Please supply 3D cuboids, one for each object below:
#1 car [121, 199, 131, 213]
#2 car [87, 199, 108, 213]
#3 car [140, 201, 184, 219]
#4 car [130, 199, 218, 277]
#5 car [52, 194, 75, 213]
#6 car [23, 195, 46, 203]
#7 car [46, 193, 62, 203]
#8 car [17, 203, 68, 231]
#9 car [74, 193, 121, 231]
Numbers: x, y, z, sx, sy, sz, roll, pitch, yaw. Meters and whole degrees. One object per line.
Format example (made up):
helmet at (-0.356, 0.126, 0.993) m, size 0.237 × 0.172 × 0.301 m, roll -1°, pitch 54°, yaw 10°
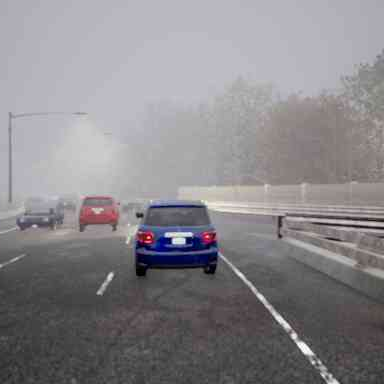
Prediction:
car at (-7.097, 1.549, 38.156) m, size 1.837 × 1.490 × 4.892 m, roll 0°, pitch 0°, yaw -20°
car at (-11.074, 1.610, 38.817) m, size 1.994 × 1.385 × 4.181 m, roll 0°, pitch 0°, yaw -21°
car at (-2.916, 1.582, 30.777) m, size 2.033 × 1.411 × 5.357 m, roll 0°, pitch 0°, yaw -30°
car at (-0.600, 1.237, 10.534) m, size 2.150 × 2.045 × 5.566 m, roll 0°, pitch 0°, yaw -6°
car at (-14.503, 1.397, 37.973) m, size 2.097 × 1.767 × 4.553 m, roll 0°, pitch 0°, yaw -21°
car at (-31.924, 1.417, 67.450) m, size 1.882 × 1.535 × 5.008 m, roll 0°, pitch 0°, yaw -42°
car at (-29.248, 1.464, 69.705) m, size 1.812 × 1.442 × 4.674 m, roll 0°, pitch 0°, yaw -42°
car at (-9.315, 1.626, 20.903) m, size 1.895 × 1.301 × 4.718 m, roll 0°, pitch 0°, yaw -12°
car at (-5.800, 1.245, 21.133) m, size 2.150 × 2.045 × 5.566 m, roll 0°, pitch 0°, yaw -11°
